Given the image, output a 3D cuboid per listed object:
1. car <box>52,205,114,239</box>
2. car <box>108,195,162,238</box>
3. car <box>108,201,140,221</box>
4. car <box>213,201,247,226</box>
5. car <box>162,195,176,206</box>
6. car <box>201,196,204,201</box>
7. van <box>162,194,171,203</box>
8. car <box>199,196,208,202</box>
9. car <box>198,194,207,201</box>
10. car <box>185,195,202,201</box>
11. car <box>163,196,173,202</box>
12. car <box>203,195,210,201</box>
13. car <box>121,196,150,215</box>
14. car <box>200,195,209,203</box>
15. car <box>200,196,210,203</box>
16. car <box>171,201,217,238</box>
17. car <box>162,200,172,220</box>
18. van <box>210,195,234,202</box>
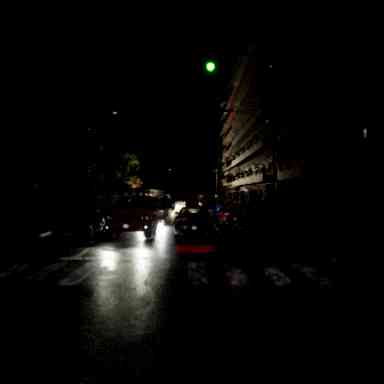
[{"bbox_3d":[-5.686,1.564,17.332,1.947,1.339,4.313,0,0,0],"label":"car"},{"bbox_3d":[-3.087,1.220,18.143,2.150,2.045,5.566,0,0,-1],"label":"car"},{"bbox_3d":[-5.684,1.526,28.424,1.752,1.417,4.829,0,0,0],"label":"car"},{"bbox_3d":[2.695,1.544,22.961,1.887,1.381,4.507,0,0,0],"label":"car"},{"bbox_3d":[-3.061,1.487,41.430,1.882,1.535,5.008,0,0,0],"label":"car"},{"bbox_3d":[2.697,1.563,45.483,2.008,1.369,4.403,0,0,0],"label":"car"},{"bbox_3d":[-5.679,1.389,73.634,1.690,1.788,3.998,0,0,0],"label":"van"},{"bbox_3d":[2.702,1.640,79.263,1.802,1.307,4.206,0,0,0],"label":"car"},{"bbox_3d":[2.702,1.386,84.893,2.192,1.841,5.009,0,0,0],"label":"car"},{"bbox_3d":[0.006,1.491,46.157,1.882,1.535,5.008,0,0,0],"label":"car"},{"bbox_3d":[-5.679,1.609,79.264,2.008,1.369,4.403,0,0,0],"label":"car"},{"bbox_3d":[2.698,1.448,39.853,1.967,1.590,4.097,0,0,0],"label":"car"},{"bbox_3d":[-5.684,1.319,34.224,2.192,1.841,5.009,0,0,0],"label":"car"},{"bbox_3d":[2.701,1.488,73.632,1.967,1.590,4.097,0,0,0],"label":"car"},{"bbox_3d":[2.700,1.583,68.003,1.887,1.381,4.507,0,0,0],"label":"car"},{"bbox_3d":[0.100,1.476,17.631,1.882,1.535,5.008,0,0,0],"label":"car"},{"bbox_3d":[-3.076,1.602,28.423,1.895,1.301,4.718,0,0,0],"label":"car"},{"bbox_3d":[2.697,1.342,28.592,1.690,1.788,3.998,0,0,0],"label":"van"}]
